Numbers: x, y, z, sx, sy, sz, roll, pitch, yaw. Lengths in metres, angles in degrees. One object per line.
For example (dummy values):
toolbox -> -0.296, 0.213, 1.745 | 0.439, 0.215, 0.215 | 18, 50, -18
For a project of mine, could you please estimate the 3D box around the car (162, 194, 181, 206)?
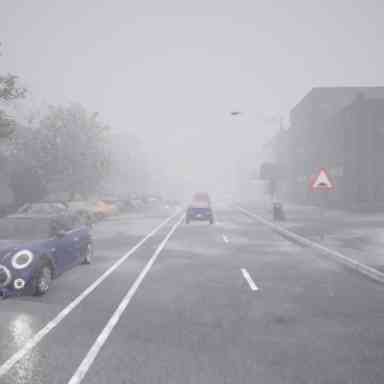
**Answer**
car -> -2.827, 1.109, 49.822 | 2.097, 1.767, 4.553 | 0, 0, 2

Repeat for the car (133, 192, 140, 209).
car -> -8.554, 1.223, 37.402 | 4.553, 1.767, 2.185 | -1, 0, -18

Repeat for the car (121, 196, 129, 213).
car -> -8.776, 1.418, 31.480 | 4.792, 1.488, 2.163 | -1, 1, -18

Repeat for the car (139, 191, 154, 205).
car -> -8.331, 1.051, 43.316 | 5.566, 2.045, 2.435 | -1, 1, -18

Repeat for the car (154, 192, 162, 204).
car -> -7.794, 1.216, 52.273 | 5.366, 1.575, 1.946 | -1, 0, -18

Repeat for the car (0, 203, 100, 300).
car -> -4.163, 1.341, 8.566 | 2.097, 1.767, 4.553 | 0, 0, 1

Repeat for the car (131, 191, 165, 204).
car -> -7.762, 0.914, 58.099 | 5.566, 2.045, 2.435 | -1, 1, -18

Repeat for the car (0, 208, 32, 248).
car -> -9.311, 1.505, 13.680 | 4.674, 1.452, 2.002 | -1, 0, -19

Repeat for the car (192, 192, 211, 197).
car -> 1.240, 1.039, 42.915 | 2.150, 2.045, 5.566 | 0, 1, 2

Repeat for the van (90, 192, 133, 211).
van -> -8.746, 1.145, 34.408 | 4.442, 1.987, 1.878 | -1, 1, -18

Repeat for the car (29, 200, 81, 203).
car -> -9.136, 1.320, 19.628 | 4.553, 1.767, 2.185 | -1, 0, -19

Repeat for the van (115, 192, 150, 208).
van -> -8.296, 1.053, 46.243 | 4.442, 1.987, 1.878 | -1, 1, -18

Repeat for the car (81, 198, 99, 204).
car -> -9.081, 1.436, 22.591 | 4.892, 1.521, 2.231 | -1, 0, -18

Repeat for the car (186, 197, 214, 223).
car -> 0.576, 1.412, 24.778 | 1.882, 1.535, 5.008 | 0, 0, 2

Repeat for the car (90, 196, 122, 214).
car -> -9.040, 1.405, 28.473 | 5.366, 1.575, 1.946 | -1, 1, -18

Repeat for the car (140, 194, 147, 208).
car -> -8.419, 1.326, 40.375 | 5.008, 1.535, 2.097 | -1, 0, -18

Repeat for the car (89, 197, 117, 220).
car -> -8.797, 1.415, 25.620 | 5.366, 1.575, 1.946 | -1, 0, -18
